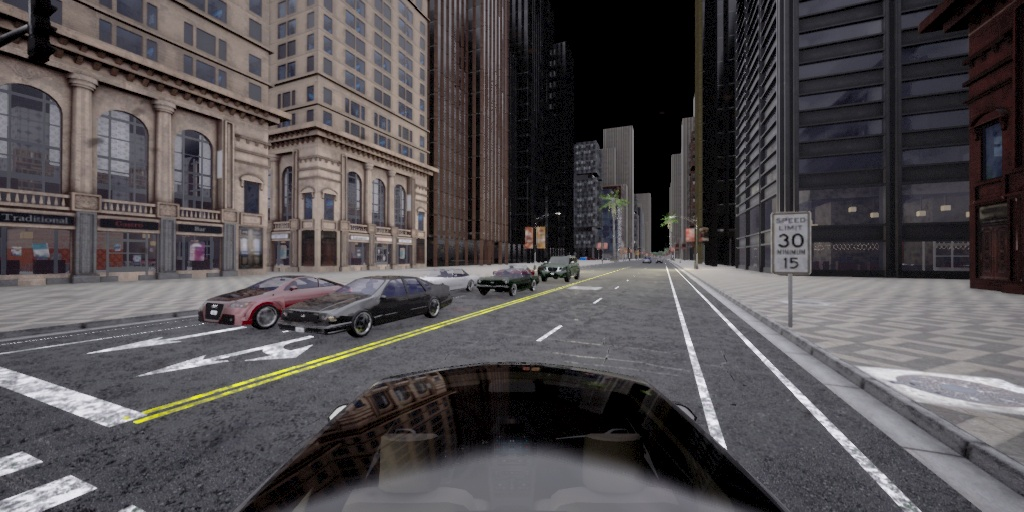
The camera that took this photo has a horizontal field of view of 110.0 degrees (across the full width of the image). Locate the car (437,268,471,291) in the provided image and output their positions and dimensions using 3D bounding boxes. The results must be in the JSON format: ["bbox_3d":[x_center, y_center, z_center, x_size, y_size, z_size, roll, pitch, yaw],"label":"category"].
[{"bbox_3d":[-3.687,1.356,19.370,1.895,1.301,4.718,0,0,23],"label":"car"}]

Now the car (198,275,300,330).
[{"bbox_3d":[-7.092,1.315,11.297,1.994,1.385,4.181,0,0,23],"label":"car"}]

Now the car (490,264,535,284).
[{"bbox_3d":[0.191,1.363,28.545,1.895,1.301,4.718,0,0,23],"label":"car"}]

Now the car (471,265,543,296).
[{"bbox_3d":[-0.101,1.357,19.502,1.895,1.301,4.718,0,0,23],"label":"car"}]

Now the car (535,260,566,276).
[{"bbox_3d":[4.199,1.250,37.932,1.882,1.535,5.008,0,0,23],"label":"car"}]

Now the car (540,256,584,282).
[{"bbox_3d":[4.065,0.986,29.354,2.150,2.045,5.566,0,0,23],"label":"car"}]

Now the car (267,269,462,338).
[{"bbox_3d":[-3.834,1.299,10.669,2.033,1.411,5.357,0,0,23],"label":"car"}]
